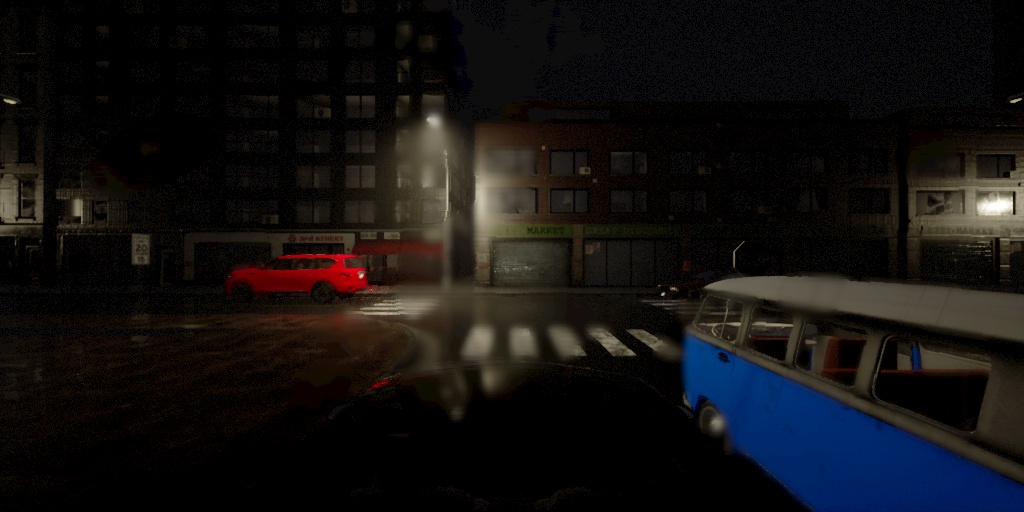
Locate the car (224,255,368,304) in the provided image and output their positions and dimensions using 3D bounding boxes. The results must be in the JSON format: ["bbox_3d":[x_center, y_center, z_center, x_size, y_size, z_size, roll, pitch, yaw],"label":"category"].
[{"bbox_3d":[-9.273,0.965,15.718,5.566,2.045,2.150,0,0,0],"label":"car"}]

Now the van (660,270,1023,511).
[{"bbox_3d":[2.638,1.091,2.277,1.690,1.789,3.998,0,0,0],"label":"van"}]

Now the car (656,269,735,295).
[{"bbox_3d":[9.271,1.282,15.674,5.357,1.411,2.033,0,0,0],"label":"car"}]
